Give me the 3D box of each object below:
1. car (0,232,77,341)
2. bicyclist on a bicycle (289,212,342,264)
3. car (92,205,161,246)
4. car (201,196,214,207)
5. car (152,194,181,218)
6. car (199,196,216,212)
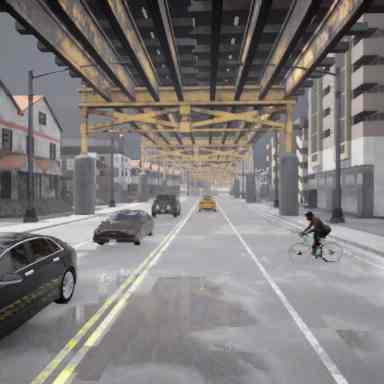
[{"bbox_3d":[-3.473,1.504,5.412,1.837,1.490,4.892,0,0,2],"label":"car"},{"bbox_3d":[3.851,1.446,10.396,1.656,1.620,0.582,-2,0,3],"label":"bicyclist on a bicycle"},{"bbox_3d":[-2.976,1.546,15.725,2.033,1.411,5.357,0,0,3],"label":"car"},{"bbox_3d":[2.237,1.313,48.590,1.837,1.490,4.892,0,1,3],"label":"car"},{"bbox_3d":[-2.263,1.182,30.217,2.150,2.045,5.566,0,1,3],"label":"car"},{"bbox_3d":[1.772,1.388,38.194,1.882,1.535,5.008,0,0,3],"label":"car"}]
